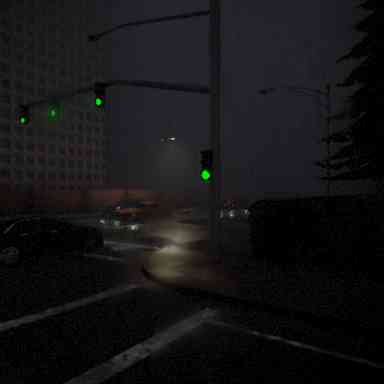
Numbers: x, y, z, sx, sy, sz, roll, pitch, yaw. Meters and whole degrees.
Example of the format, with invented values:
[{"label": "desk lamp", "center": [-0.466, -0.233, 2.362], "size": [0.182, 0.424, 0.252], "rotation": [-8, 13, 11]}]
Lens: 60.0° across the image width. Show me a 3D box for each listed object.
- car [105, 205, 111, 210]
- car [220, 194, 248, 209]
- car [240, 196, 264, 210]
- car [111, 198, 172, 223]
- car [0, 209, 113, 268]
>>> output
[{"label": "car", "center": [-5.666, 1.394, 29.457], "size": [2.097, 1.767, 4.553], "rotation": [0, 0, 36]}, {"label": "car", "center": [5.965, 1.269, 45.621], "size": [2.150, 2.045, 5.566], "rotation": [0, 0, 35]}, {"label": "car", "center": [8.697, 1.590, 43.428], "size": [2.033, 1.411, 5.357], "rotation": [0, 0, 36]}, {"label": "car", "center": [-3.630, 1.521, 26.286], "size": [1.882, 1.535, 5.008], "rotation": [0, 0, 36]}, {"label": "car", "center": [-5.362, 1.551, 11.619], "size": [1.837, 1.490, 4.892], "rotation": [0, 0, 35]}]
